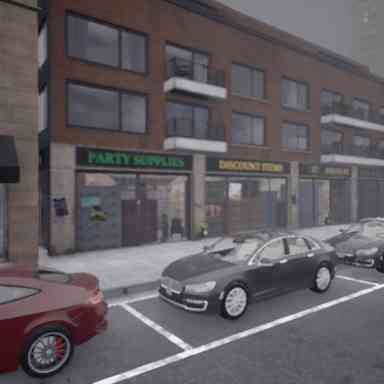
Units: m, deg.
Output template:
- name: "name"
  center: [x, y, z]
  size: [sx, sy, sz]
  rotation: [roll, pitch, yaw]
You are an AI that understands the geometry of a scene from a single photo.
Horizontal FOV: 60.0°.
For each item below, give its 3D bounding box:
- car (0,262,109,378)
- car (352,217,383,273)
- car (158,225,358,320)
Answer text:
- name: "car"
  center: [-3.115, 1.583, 3.964]
  size: [4.206, 1.307, 1.802]
  rotation: [0, 0, -36]
- name: "car"
  center: [5.867, 1.502, 10.378]
  size: [4.403, 1.369, 2.008]
  rotation: [0, 0, -36]
- name: "car"
  center: [1.376, 1.527, 7.171]
  size: [4.403, 1.369, 2.008]
  rotation: [0, 0, -36]
